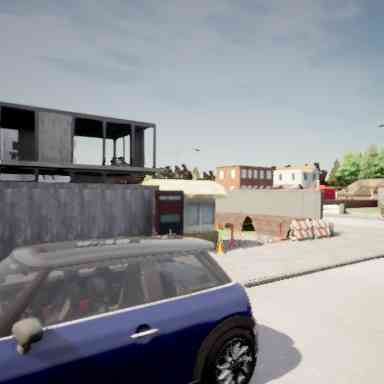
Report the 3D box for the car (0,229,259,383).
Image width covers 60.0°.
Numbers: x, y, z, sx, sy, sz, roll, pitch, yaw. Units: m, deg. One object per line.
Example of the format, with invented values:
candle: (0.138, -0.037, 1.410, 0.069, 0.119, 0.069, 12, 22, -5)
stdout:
car: (-1.447, 1.358, 3.553, 4.553, 1.767, 2.097, 1, 0, -35)
